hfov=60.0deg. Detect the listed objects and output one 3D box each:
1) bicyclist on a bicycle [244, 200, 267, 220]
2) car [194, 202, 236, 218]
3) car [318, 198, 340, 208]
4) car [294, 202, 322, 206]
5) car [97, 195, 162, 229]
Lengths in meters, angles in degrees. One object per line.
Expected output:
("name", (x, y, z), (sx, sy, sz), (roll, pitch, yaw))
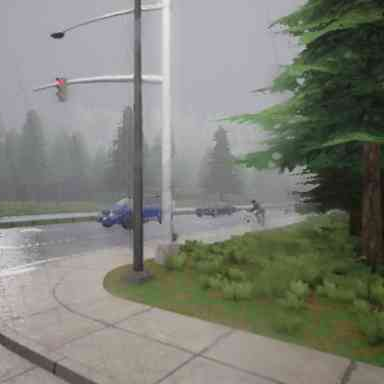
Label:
("bicyclist on a bicycle", (3.788, 1.299, 19.687), (1.656, 1.620, 0.582), (-1, 0, 34))
("car", (2.175, 1.622, 30.517), (1.895, 1.301, 4.718), (0, 0, 34))
("car", (20.561, 1.574, 49.850), (1.994, 1.385, 4.181), (0, 0, 37))
("car", (14.355, 1.488, 41.400), (1.882, 1.535, 5.008), (0, 0, 37))
("car", (-3.626, 1.242, 22.096), (2.150, 2.045, 5.566), (0, 0, 35))
